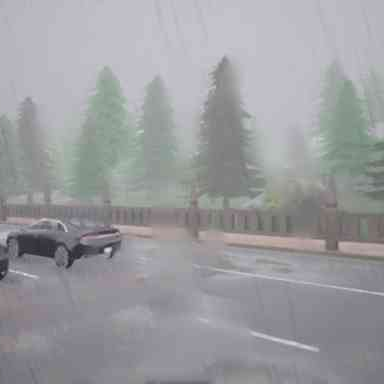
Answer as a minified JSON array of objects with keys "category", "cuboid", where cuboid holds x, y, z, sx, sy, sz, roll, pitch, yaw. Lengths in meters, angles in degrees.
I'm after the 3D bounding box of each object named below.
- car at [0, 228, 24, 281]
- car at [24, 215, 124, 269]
[{"category":"car","cuboid":[-6.661,1.584,8.733,4.892,1.490,1.837,-1,0,36]},{"category":"car","cuboid":[-4.521,1.570,11.505,4.902,1.511,2.128,-1,0,36]}]
